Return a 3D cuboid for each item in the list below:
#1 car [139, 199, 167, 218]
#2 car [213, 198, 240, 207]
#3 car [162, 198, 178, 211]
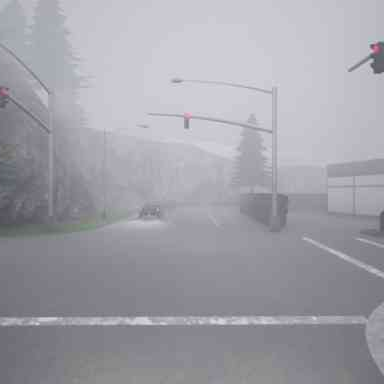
[{"bbox_3d":[-3.610,1.594,30.202,1.895,1.301,4.718,0,0,0],"label":"car"},{"bbox_3d":[5.891,1.535,49.704,5.357,1.411,2.033,0,0,-15],"label":"car"},{"bbox_3d":[-3.091,1.482,40.588,2.128,1.511,4.902,0,0,12],"label":"car"}]
